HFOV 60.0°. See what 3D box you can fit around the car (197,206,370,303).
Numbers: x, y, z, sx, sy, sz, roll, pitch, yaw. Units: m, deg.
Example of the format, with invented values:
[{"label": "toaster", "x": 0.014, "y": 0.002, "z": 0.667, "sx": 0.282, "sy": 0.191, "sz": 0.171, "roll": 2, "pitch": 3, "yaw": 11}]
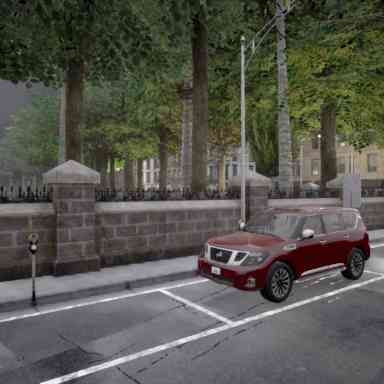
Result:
[{"label": "car", "x": 2.532, "y": 1.314, "z": 8.398, "sx": 5.009, "sy": 1.841, "sz": 2.192, "roll": 0, "pitch": 0, "yaw": -36}]
